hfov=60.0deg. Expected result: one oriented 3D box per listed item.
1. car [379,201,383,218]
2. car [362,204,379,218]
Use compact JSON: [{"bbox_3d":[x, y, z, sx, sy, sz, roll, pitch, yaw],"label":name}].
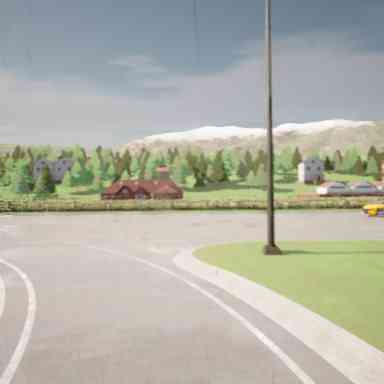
[{"bbox_3d":[16.785,1.008,23.488,5.566,2.045,2.150,0,0,2],"label":"car"},{"bbox_3d":[16.534,1.264,26.998,5.008,1.535,1.882,-1,0,2],"label":"car"}]
